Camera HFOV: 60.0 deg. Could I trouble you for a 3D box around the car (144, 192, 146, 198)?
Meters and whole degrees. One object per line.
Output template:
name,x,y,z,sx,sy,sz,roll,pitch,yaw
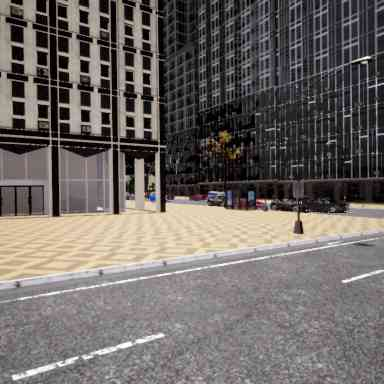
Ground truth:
car,-8.662,0.613,77.143,2.192,1.841,5.009,0,1,-35

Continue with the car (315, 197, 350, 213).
car,13.754,1.339,34.450,1.837,1.490,4.892,-1,1,-35

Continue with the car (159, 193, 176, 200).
car,-5.434,0.934,72.468,1.802,1.307,4.206,0,1,-35

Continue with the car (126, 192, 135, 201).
car,-12.332,1.038,67.710,2.008,1.369,4.403,0,1,-35

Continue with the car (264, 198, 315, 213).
car,10.158,1.423,34.891,1.947,1.339,4.313,-1,1,-35

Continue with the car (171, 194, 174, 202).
car,-5.357,1.088,62.327,1.837,1.490,4.892,-1,1,-35

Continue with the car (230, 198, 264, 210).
car,6.944,1.387,39.581,1.802,1.307,4.206,-1,1,-35

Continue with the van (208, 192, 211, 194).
van,4.250,0.853,58.431,1.690,1.788,3.998,-1,1,-35

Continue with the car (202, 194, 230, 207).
car,3.764,1.318,44.291,1.947,1.339,4.313,-1,1,-35

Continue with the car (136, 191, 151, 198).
car,-11.890,0.684,81.822,1.967,1.590,4.097,0,1,-35

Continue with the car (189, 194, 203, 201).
car,1.023,1.041,63.112,1.802,1.307,4.206,-1,1,-35

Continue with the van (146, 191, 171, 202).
van,-5.875,0.936,58.351,1.690,1.788,3.998,0,1,-35

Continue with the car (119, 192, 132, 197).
car,-18.346,0.686,91.179,2.008,1.369,4.403,0,1,-35

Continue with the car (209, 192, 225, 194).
car,4.973,1.199,47.187,1.837,1.490,4.892,-1,1,-35
